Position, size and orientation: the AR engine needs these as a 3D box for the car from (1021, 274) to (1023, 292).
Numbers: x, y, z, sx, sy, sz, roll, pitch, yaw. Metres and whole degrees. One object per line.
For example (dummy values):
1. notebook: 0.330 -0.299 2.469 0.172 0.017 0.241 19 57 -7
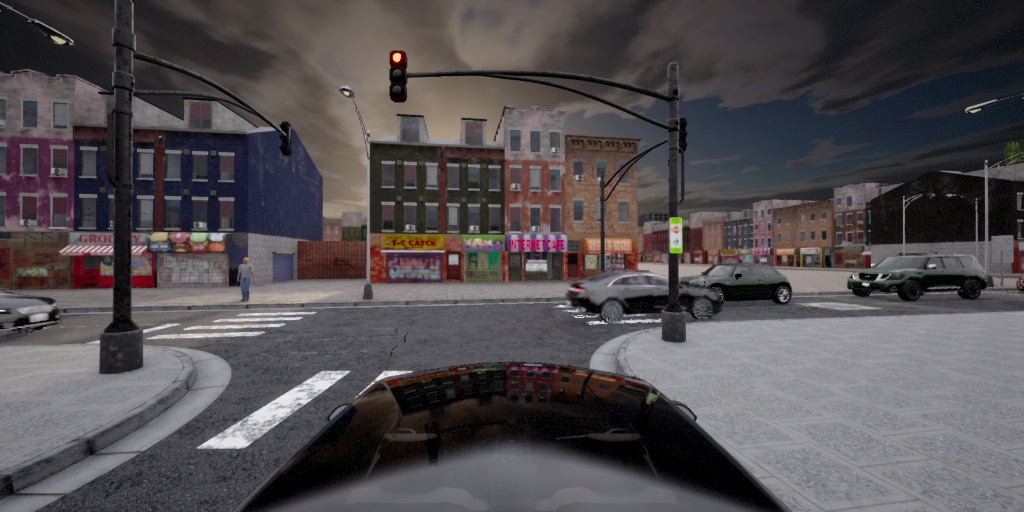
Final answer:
1. car: 24.489 1.224 14.608 5.357 1.411 2.033 0 0 -9

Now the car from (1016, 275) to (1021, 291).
1. car: 28.627 1.034 18.197 4.553 1.767 2.097 0 0 -8

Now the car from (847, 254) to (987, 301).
1. car: 18.779 0.928 16.698 5.566 2.045 2.150 0 0 -9

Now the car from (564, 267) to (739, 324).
1. car: 4.128 1.221 11.415 4.902 1.511 2.128 0 0 -9

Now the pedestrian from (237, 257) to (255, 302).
1. pedestrian: -11.105 0.945 14.964 0.375 1.860 0.375 0 0 -9

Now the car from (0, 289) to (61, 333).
1. car: -14.190 1.273 8.548 4.902 1.511 2.128 0 0 -9

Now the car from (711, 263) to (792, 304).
1. car: 9.178 1.083 15.164 4.553 1.767 2.097 0 0 -10
